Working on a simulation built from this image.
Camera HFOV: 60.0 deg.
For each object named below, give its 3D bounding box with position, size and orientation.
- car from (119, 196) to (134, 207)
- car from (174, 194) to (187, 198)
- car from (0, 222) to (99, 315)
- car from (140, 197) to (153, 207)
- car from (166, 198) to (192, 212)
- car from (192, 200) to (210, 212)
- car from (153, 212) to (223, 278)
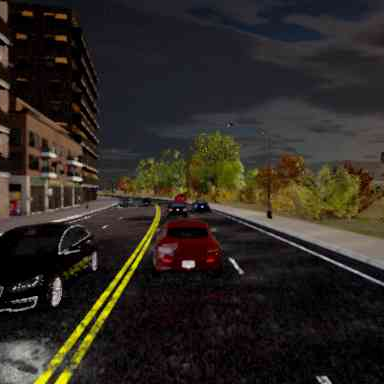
[{"bbox_3d":[-10.528,1.457,53.584,2.097,1.767,4.553,0,0,-7],"label":"car"},{"bbox_3d":[-2.162,1.324,64.572,2.150,2.045,5.566,0,0,-9],"label":"car"},{"bbox_3d":[-3.550,1.526,7.829,1.837,1.490,4.892,0,0,-2],"label":"car"},{"bbox_3d":[-7.298,1.603,53.970,1.837,1.490,4.892,0,0,-7],"label":"car"},{"bbox_3d":[-1.451,1.613,31.533,2.033,1.411,5.357,0,0,-5],"label":"car"},{"bbox_3d":[0.989,1.637,40.033,1.994,1.385,4.181,0,0,-6],"label":"car"},{"bbox_3d":[-0.174,1.549,10.181,1.812,1.442,4.674,0,0,-2],"label":"car"}]
